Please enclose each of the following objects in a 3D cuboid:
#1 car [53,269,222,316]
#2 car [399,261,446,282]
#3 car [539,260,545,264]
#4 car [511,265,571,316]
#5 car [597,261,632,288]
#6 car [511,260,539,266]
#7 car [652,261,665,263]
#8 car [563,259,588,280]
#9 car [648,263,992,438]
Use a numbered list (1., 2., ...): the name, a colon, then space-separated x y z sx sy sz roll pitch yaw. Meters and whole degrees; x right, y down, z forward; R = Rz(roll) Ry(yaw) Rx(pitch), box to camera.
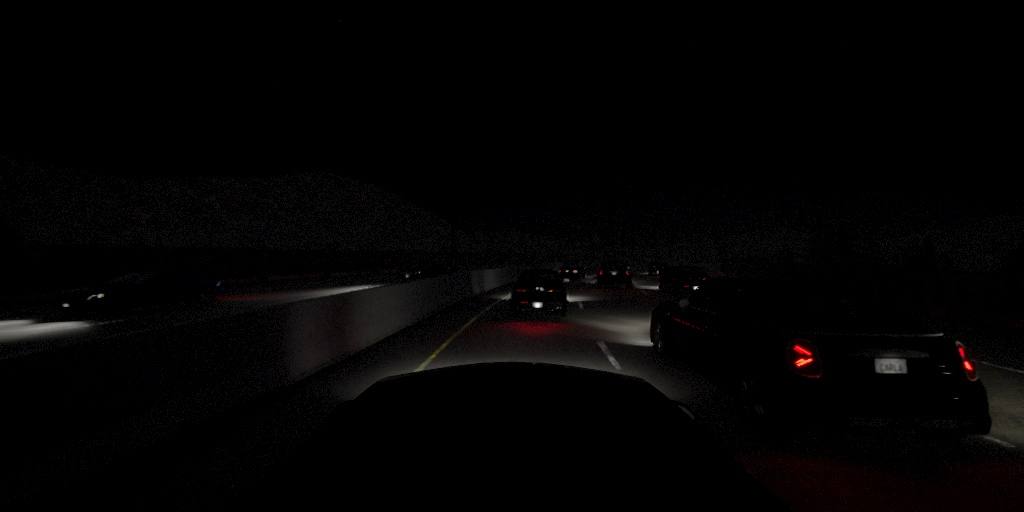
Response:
1. car: -13.233 1.211 13.169 1.812 1.442 4.674 0 0 7
2. car: -6.836 1.180 27.910 2.128 1.511 4.902 0 0 15
3. car: 3.693 1.283 59.941 1.895 1.301 4.718 0 0 34
4. car: 1.077 1.243 13.377 1.837 1.490 4.892 0 0 7
5. car: 6.803 1.096 24.010 2.097 1.767 4.553 0 0 15
6. car: 1.159 1.264 40.336 1.994 1.385 4.181 0 0 23
7. car: 15.299 1.261 37.304 1.837 1.490 4.892 0 0 24
8. car: 5.274 1.275 31.256 2.033 1.411 5.357 0 0 19
9. car: 3.872 1.111 5.689 2.097 1.767 4.553 0 0 3
